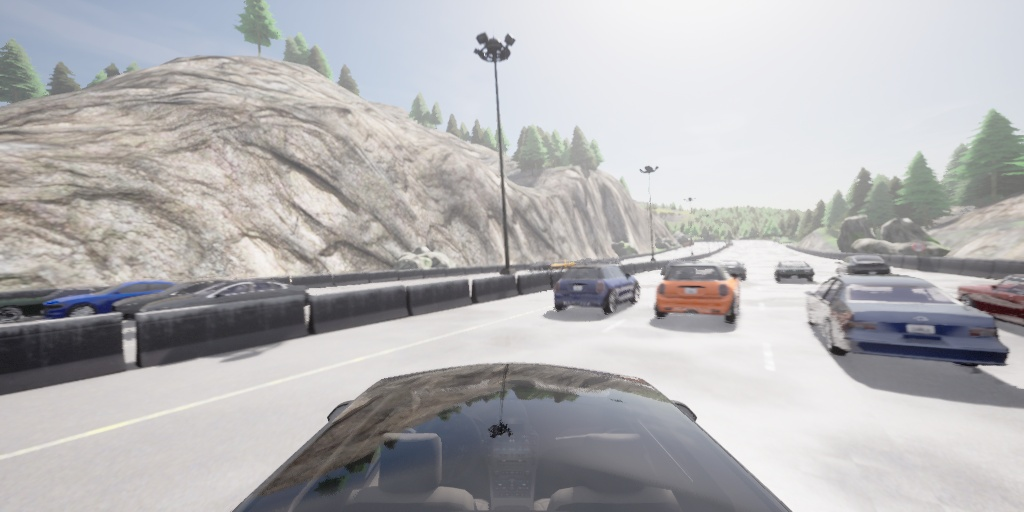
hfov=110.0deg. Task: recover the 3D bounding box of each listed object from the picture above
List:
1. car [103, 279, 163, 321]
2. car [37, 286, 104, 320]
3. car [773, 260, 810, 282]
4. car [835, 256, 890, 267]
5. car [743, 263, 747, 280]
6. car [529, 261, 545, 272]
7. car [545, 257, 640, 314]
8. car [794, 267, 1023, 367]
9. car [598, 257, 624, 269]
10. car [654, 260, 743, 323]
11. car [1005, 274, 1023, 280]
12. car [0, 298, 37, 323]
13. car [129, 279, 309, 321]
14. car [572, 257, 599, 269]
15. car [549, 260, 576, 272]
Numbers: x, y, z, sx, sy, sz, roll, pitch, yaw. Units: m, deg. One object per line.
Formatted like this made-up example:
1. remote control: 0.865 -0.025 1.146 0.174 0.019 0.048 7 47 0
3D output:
1. car: -13.031 1.760 14.912 1.837 1.490 4.892 -2 -1 34
2. car: -16.629 1.853 15.833 1.882 1.535 5.008 -2 -1 34
3. car: 18.206 0.930 23.364 1.895 1.301 4.718 -2 0 34
4. car: 21.637 0.717 22.200 1.837 1.490 4.892 -2 -1 34
5. car: 16.167 0.981 26.602 1.994 1.385 4.181 -2 -1 34
6. car: 4.370 1.490 53.112 1.882 1.535 5.008 -2 0 34
7. car: 3.409 1.081 13.926 2.097 1.767 4.553 -2 0 34
8. car: 7.464 1.102 7.410 2.033 1.411 5.357 -2 -1 34
9. car: 13.059 0.880 47.241 1.837 1.490 4.892 -2 0 34
10. car: 6.193 0.978 11.796 2.097 1.767 4.553 -2 0 34
11. car: 11.890 1.018 7.717 1.895 1.301 4.718 -2 0 34
12. car: -20.452 2.101 16.413 1.895 1.301 4.718 -2 0 34
13. car: -10.068 1.640 13.048 2.128 1.511 4.902 -2 -1 34
14. car: 10.157 0.986 49.195 1.837 1.490 4.892 -2 0 34
15. car: 7.271 1.355 51.158 1.882 1.535 5.008 -2 0 34
